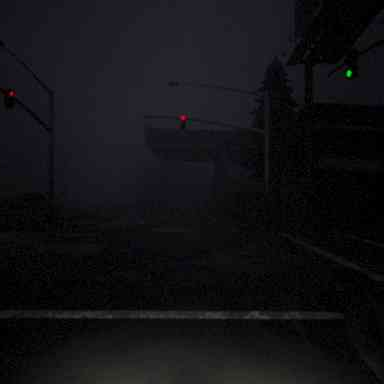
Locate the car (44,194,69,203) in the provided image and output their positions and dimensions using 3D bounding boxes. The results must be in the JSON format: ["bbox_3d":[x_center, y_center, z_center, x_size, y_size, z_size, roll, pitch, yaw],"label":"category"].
[{"bbox_3d":[-24.093,1.161,59.330,3.633,1.501,1.845,0,0,-1],"label":"car"}]

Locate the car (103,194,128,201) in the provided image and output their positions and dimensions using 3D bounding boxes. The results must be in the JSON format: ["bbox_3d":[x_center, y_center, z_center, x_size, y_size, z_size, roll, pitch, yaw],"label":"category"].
[{"bbox_3d":[-16.499,1.139,71.227,5.027,1.636,2.152,0,0,-1],"label":"car"}]

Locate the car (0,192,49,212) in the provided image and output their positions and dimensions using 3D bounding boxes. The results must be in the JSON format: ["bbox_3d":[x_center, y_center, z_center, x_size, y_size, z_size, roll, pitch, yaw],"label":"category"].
[{"bbox_3d":[-16.804,0.987,33.642,3.866,1.878,1.905,0,0,-1],"label":"car"}]

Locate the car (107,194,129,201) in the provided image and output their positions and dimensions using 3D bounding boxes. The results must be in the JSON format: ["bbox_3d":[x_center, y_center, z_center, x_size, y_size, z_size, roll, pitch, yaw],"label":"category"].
[{"bbox_3d":[-16.573,1.140,74.364,4.514,1.523,2.007,0,0,-1],"label":"car"}]

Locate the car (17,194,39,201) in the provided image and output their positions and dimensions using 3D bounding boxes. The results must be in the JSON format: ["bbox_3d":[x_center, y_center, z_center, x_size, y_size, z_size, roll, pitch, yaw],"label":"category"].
[{"bbox_3d":[-35.165,1.193,71.248,3.806,1.475,1.970,0,0,-1],"label":"car"}]

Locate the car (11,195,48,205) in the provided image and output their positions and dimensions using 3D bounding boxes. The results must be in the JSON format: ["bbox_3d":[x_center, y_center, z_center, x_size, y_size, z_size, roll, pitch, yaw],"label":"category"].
[{"bbox_3d":[-24.067,1.166,49.337,4.514,1.523,2.007,0,0,-1],"label":"car"}]

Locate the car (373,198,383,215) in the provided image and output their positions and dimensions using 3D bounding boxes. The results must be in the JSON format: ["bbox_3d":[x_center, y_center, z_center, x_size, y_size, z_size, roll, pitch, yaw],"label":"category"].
[{"bbox_3d":[17.199,1.390,33.326,2.242,1.667,4.611,0,0,-1],"label":"car"}]

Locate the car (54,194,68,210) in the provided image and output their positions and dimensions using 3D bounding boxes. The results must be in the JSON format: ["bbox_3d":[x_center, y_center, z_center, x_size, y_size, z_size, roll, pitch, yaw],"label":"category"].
[{"bbox_3d":[-16.216,1.262,36.971,3.806,1.475,1.970,0,0,-1],"label":"car"}]
